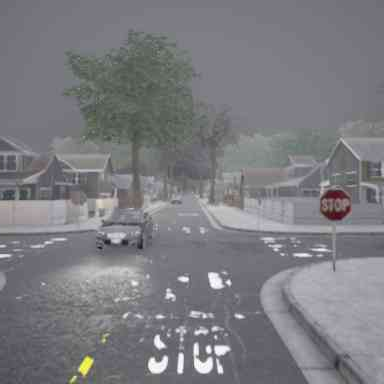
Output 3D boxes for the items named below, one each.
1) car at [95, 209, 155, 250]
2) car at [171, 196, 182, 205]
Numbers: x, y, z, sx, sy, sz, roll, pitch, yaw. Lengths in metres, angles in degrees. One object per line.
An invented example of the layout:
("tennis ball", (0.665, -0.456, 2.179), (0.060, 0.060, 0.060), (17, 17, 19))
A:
("car", (-2.750, 1.503, 14.478), (2.128, 1.511, 4.902), (0, 0, 0))
("car", (-2.747, 1.503, 59.972), (1.882, 1.535, 5.008), (0, 0, 0))
